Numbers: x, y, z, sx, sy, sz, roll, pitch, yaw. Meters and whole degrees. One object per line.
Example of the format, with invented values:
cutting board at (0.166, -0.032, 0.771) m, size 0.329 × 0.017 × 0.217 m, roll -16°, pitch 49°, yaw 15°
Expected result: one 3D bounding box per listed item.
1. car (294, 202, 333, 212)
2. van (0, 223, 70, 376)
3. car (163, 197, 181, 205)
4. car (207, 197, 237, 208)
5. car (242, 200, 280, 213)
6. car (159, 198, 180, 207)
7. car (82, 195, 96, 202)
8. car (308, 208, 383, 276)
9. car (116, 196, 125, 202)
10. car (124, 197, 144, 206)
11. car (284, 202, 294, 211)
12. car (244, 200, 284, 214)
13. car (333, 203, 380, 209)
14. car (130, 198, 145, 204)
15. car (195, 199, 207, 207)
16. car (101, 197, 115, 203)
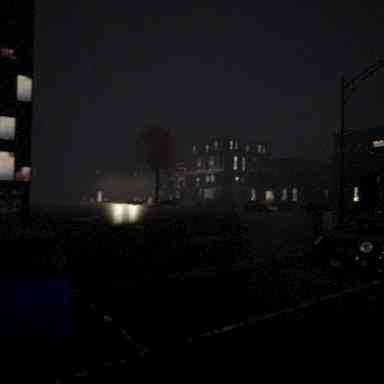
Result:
car at (15.497, 1.918, 41.555) m, size 1.947 × 1.339 × 4.313 m, roll 1°, pitch -1°, yaw -35°
van at (-3.552, 1.338, 3.970) m, size 3.998 × 1.788 × 1.690 m, roll 0°, pitch 1°, yaw -35°
car at (-4.165, 1.955, 69.741) m, size 1.967 × 1.590 × 4.097 m, roll 1°, pitch -1°, yaw -35°
car at (5.381, 1.751, 56.098) m, size 2.192 × 1.841 × 5.009 m, roll 1°, pitch -1°, yaw -35°
car at (8.504, 1.781, 41.285) m, size 1.812 × 1.442 × 4.674 m, roll 1°, pitch -1°, yaw -35°
car at (-4.306, 1.931, 59.935) m, size 1.994 × 1.385 × 4.181 m, roll 1°, pitch -1°, yaw -34°
car at (-26.754, 2.013, 87.652) m, size 1.752 × 1.417 × 4.829 m, roll 1°, pitch -1°, yaw -35°
car at (5.643, 1.494, 10.523) m, size 4.097 × 1.590 × 1.967 m, roll 0°, pitch 1°, yaw -35°
car at (-19.959, 1.967, 92.565) m, size 2.192 × 1.841 × 5.009 m, roll 1°, pitch -1°, yaw -35°
car at (-10.958, 1.877, 64.830) m, size 1.752 × 1.417 × 4.829 m, roll 1°, pitch -1°, yaw -35°
car at (12.378, 1.960, 46.061) m, size 1.802 × 1.307 × 4.206 m, roll 1°, pitch -1°, yaw -35°
car at (7.793, 1.630, 37.512) m, size 1.967 × 1.590 × 4.097 m, roll 1°, pitch -1°, yaw -35°
car at (18.617, 1.878, 37.047) m, size 2.008 × 1.369 × 4.403 m, roll 1°, pitch -1°, yaw -35°
car at (-13.740, 2.123, 83.573) m, size 1.752 × 1.417 × 4.829 m, roll 1°, pitch -1°, yaw -35°
car at (2.194, 1.902, 60.642) m, size 1.967 × 1.590 × 4.097 m, roll 1°, pitch -1°, yaw -35°
car at (-20.532, 2.000, 78.663) m, size 1.947 × 1.339 × 4.313 m, roll 1°, pitch -1°, yaw -35°
